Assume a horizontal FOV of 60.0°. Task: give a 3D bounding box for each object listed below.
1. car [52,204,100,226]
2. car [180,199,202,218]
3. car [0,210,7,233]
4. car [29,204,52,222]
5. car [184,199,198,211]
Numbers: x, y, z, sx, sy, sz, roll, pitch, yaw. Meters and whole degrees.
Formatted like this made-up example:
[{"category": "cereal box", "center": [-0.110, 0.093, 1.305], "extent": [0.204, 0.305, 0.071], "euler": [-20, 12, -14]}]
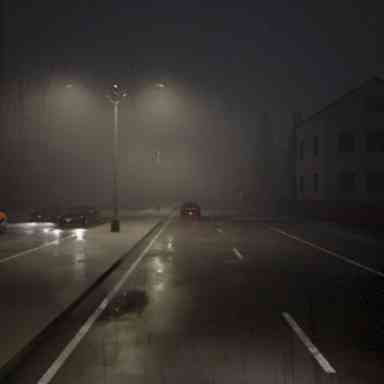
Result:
[{"category": "car", "center": [-8.100, 1.646, 24.185], "extent": [1.837, 1.490, 4.892], "euler": [0, 0, 0]}, {"category": "car", "center": [-0.116, 1.631, 31.335], "extent": [1.837, 1.490, 4.892], "euler": [0, 0, 0]}, {"category": "car", "center": [-11.664, 1.433, 17.220], "extent": [2.097, 1.767, 4.553], "euler": [0, 0, 0]}, {"category": "car", "center": [-11.702, 1.686, 27.416], "extent": [1.994, 1.385, 4.181], "euler": [0, 0, -2]}, {"category": "car", "center": [-0.145, 1.711, 45.808], "extent": [1.812, 1.442, 4.674], "euler": [0, 0, 0]}]
